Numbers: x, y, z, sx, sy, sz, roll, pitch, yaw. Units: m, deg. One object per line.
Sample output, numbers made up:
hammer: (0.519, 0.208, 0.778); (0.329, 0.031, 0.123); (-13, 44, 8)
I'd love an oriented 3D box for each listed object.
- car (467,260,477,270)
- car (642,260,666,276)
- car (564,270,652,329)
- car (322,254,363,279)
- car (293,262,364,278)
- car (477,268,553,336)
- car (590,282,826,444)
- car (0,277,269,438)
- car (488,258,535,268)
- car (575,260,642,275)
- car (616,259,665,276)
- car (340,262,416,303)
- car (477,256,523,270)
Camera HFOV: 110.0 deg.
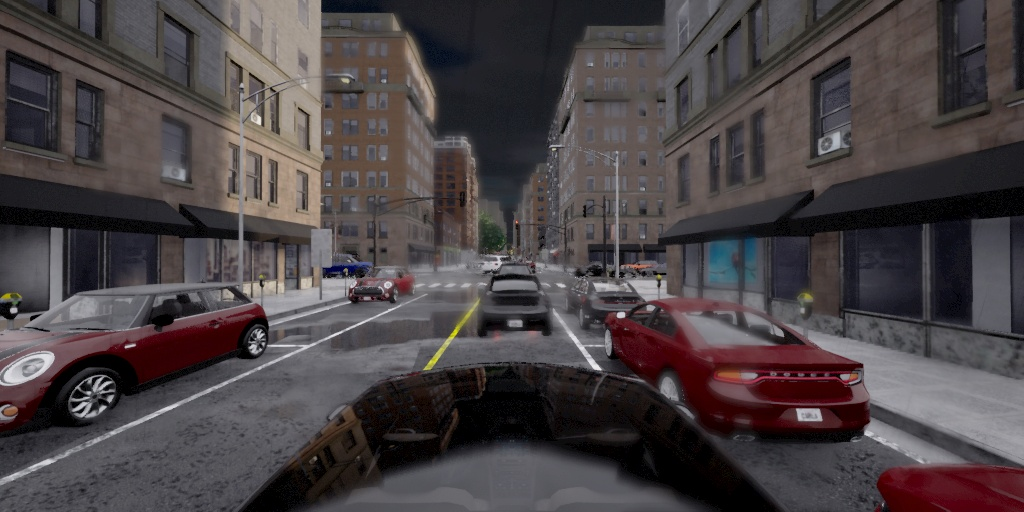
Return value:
car: (-5.901, 1.345, 54.812); (2.007, 1.370, 4.403); (0, 0, 0)
car: (15.195, 1.395, 36.062); (5.357, 1.411, 2.033); (0, 0, 0)
car: (2.685, 1.303, 10.949); (2.007, 1.370, 4.403); (0, 0, 0)
car: (-13.627, 0.887, 29.245); (5.566, 2.045, 2.150); (0, 0, 0)
car: (-16.521, 1.228, 32.487); (5.357, 1.411, 2.033); (0, 0, 0)
car: (0.058, 1.258, 10.374); (1.837, 1.490, 4.892); (0, 0, -1)
car: (2.676, 1.296, 5.457); (1.888, 1.381, 4.507); (0, 0, 0)
car: (-5.851, 1.190, 5.464); (1.967, 1.591, 4.097); (0, 0, 0)
car: (0.123, 1.108, 17.788); (2.097, 1.767, 4.553); (0, 0, 0)
car: (7.620, 1.237, 29.330); (5.008, 1.535, 1.882); (0, 0, 0)
car: (14.030, 1.221, 39.324); (4.553, 1.767, 2.097); (0, 0, 0)
car: (-5.832, 1.195, 16.451); (1.967, 1.591, 4.097); (0, 0, 0)
car: (-1.207, 0.993, 39.412); (2.150, 2.045, 5.566); (1, 0, 27)
